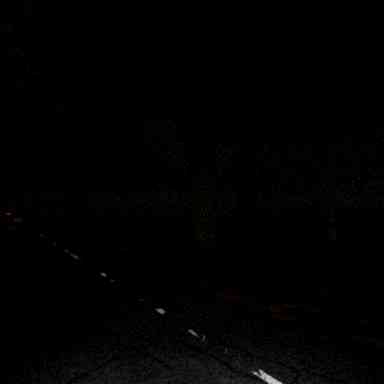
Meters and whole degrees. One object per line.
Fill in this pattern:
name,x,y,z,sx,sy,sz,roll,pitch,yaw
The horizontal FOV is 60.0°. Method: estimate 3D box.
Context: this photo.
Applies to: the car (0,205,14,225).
car,-13.799,1.594,23.427,1.994,1.385,4.181,0,0,-33
